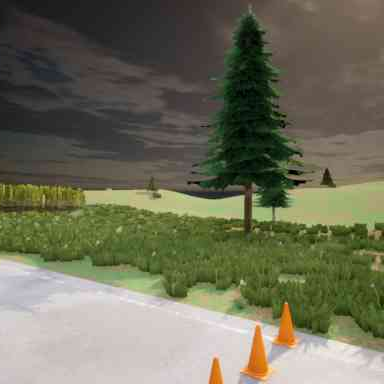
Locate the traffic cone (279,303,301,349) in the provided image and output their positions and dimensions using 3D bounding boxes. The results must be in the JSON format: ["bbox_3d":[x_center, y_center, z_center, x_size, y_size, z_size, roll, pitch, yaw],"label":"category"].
[{"bbox_3d":[1.412,1.955,4.982,0.340,0.580,0.340,0,0,36],"label":"traffic cone"}]

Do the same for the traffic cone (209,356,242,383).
[{"bbox_3d":[0.243,1.955,3.359,0.340,0.580,0.340,0,0,36],"label":"traffic cone"}]

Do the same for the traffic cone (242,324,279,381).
[{"bbox_3d":[0.828,1.955,4.171,0.340,0.580,0.340,0,0,36],"label":"traffic cone"}]
